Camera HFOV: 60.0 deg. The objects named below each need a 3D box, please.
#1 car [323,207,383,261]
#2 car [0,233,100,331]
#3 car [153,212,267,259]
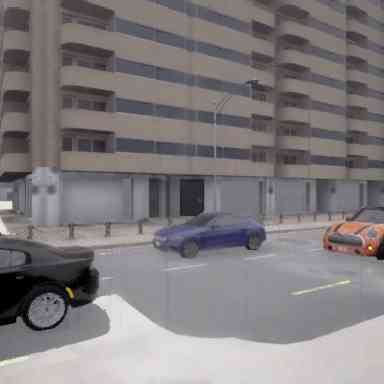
[{"bbox_3d":[7.000,1.351,12.362,4.553,1.767,2.097,0,0,-31],"label":"car"},{"bbox_3d":[-4.054,1.480,5.336,5.008,1.535,1.882,0,0,-34],"label":"car"},{"bbox_3d":[0.804,1.526,12.680,4.674,1.442,1.812,0,0,-32],"label":"car"}]
